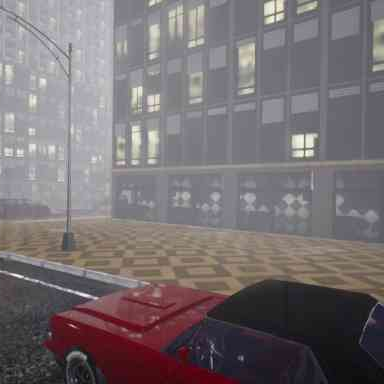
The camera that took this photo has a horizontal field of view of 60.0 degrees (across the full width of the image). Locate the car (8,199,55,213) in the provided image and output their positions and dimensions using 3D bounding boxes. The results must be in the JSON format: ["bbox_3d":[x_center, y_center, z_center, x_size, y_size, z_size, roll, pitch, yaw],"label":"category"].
[{"bbox_3d":[-19.244,1.641,40.143,1.752,1.417,4.829,1,0,37],"label":"car"}]

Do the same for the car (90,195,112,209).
[{"bbox_3d":[-11.398,1.464,46.352,2.150,2.045,5.566,1,0,37],"label":"car"}]

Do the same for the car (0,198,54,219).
[{"bbox_3d":[-15.766,1.517,30.760,2.192,1.841,5.009,1,0,37],"label":"car"}]

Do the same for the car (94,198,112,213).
[{"bbox_3d":[-8.949,1.828,39.957,1.752,1.417,4.829,1,0,37],"label":"car"}]

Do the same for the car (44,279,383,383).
[{"bbox_3d":[0.625,1.600,3.241,4.718,1.301,1.895,0,0,36],"label":"car"}]
